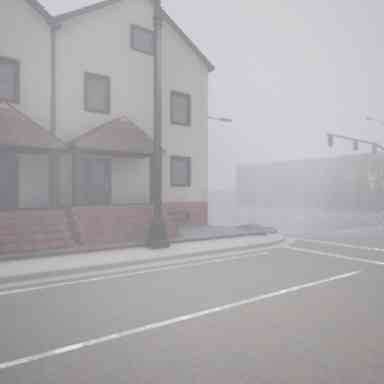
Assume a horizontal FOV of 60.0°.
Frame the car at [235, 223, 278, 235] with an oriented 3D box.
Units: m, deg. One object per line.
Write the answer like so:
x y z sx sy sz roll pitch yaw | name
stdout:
5.098 3.446 28.553 1.837 1.490 4.892 -1 -13 -36 | car
